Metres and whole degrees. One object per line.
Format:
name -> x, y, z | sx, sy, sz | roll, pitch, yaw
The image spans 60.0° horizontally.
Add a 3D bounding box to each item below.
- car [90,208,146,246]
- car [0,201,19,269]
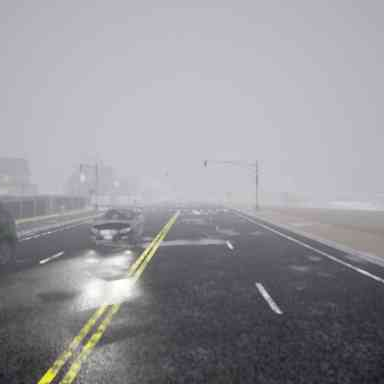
car -> -3.347, 1.541, 15.735 | 2.128, 1.511, 4.902 | 0, 0, 0
car -> -6.599, 1.249, 8.357 | 2.150, 2.045, 5.566 | 0, 0, 0
